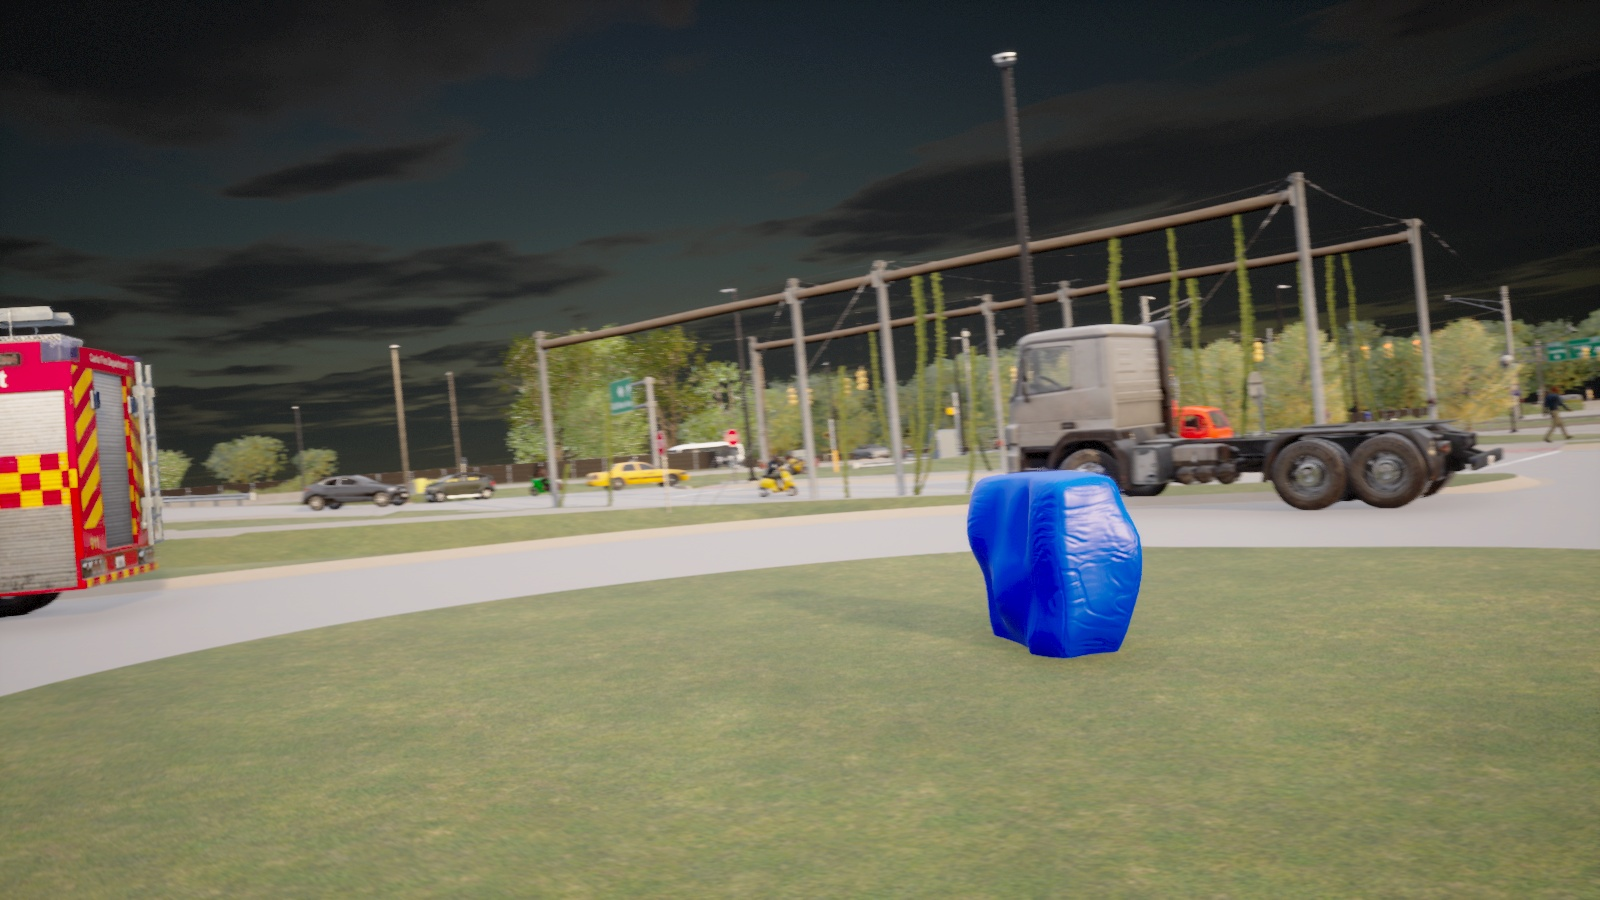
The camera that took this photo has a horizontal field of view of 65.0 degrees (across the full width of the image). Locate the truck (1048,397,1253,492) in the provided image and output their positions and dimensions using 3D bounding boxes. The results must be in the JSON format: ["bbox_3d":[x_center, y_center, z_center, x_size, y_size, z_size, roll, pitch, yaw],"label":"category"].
[{"bbox_3d":[10.496,-0.143,37.795,5.204,2.467,2.627,-4,1,38],"label":"truck"}]

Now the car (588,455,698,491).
[{"bbox_3d":[-8.233,1.212,65.938,5.366,1.575,1.801,-3,-1,-24],"label":"car"}]

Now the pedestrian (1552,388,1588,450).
[{"bbox_3d":[23.836,-0.959,38.894,0.726,1.835,0.370,-5,0,-1],"label":"pedestrian"}]

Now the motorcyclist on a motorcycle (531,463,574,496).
[{"bbox_3d":[-12.282,1.459,62.312,2.044,1.523,0.797,-2,0,34],"label":"motorcyclist on a motorcycle"}]

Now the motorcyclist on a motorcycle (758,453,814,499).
[{"bbox_3d":[-0.525,0.953,46.091,1.817,1.590,0.866,-3,1,38],"label":"motorcyclist on a motorcycle"}]

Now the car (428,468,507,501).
[{"bbox_3d":[-18.018,1.881,68.124,3.705,1.549,1.789,-3,-1,-32],"label":"car"}]

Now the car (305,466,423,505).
[{"bbox_3d":[-21.519,1.752,62.058,5.027,1.651,2.152,-3,-1,6],"label":"car"}]

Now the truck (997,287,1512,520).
[{"bbox_3d":[7.800,-0.682,22.246,7.936,3.462,2.891,-2,2,38],"label":"truck"}]

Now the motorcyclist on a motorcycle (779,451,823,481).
[{"bbox_3d":[0.051,0.870,70.036,2.191,1.530,0.866,-3,-1,-27],"label":"motorcyclist on a motorcycle"}]

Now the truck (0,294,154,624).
[{"bbox_3d":[-13.099,0.364,15.440,8.468,3.827,2.891,-4,0,-10],"label":"truck"}]
